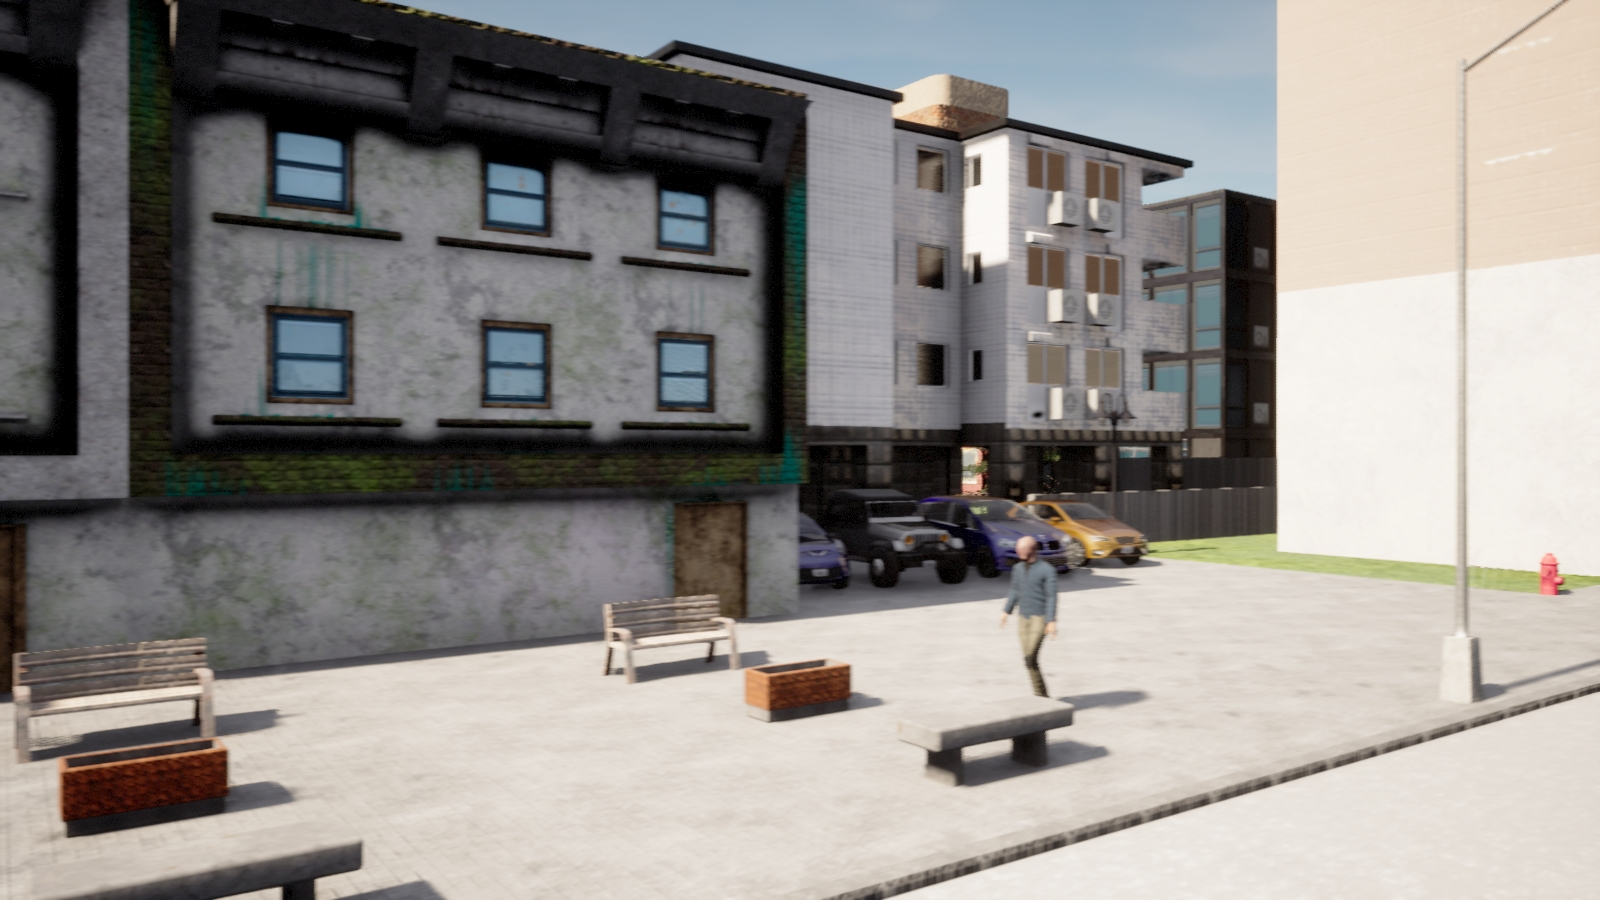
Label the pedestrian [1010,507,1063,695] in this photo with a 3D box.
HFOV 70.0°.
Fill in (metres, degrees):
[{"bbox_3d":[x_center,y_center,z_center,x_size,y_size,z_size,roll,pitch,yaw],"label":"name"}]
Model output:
[{"bbox_3d":[2.415,1.526,11.692,0.375,1.860,0.375,0,0,-37],"label":"pedestrian"}]
